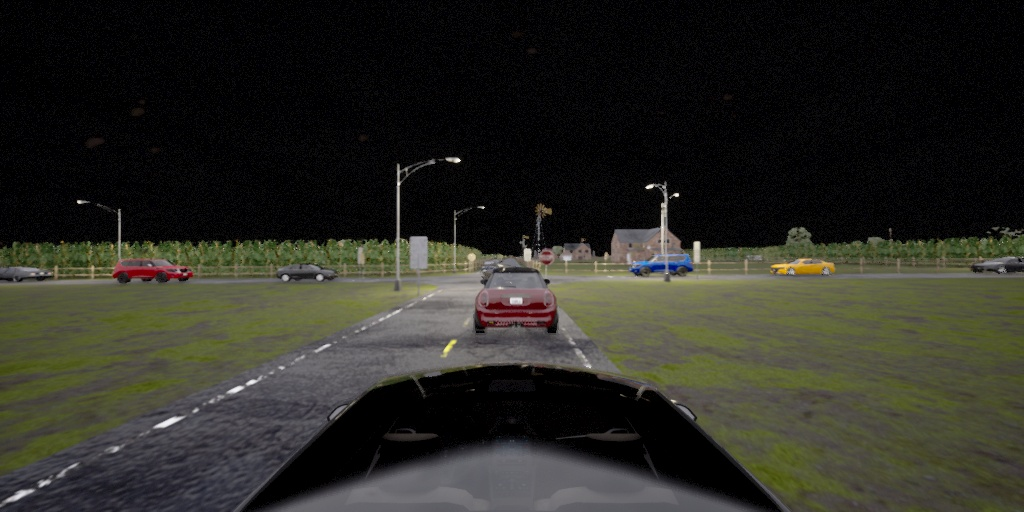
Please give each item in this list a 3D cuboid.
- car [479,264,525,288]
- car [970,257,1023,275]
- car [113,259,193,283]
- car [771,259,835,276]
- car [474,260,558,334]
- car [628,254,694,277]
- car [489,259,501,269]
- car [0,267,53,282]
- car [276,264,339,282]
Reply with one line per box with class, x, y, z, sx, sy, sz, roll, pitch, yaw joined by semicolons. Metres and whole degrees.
car;-0.842;1.315;25.451;2.033;1.411;5.357;0;0;-16
car;44.627;0.881;32.379;4.892;1.490;1.837;0;0;2
car;-30.770;1.255;30.782;5.566;2.045;2.150;-1;0;1
car;26.446;1.013;32.744;5.008;1.535;1.882;0;0;1
car;0.103;1.107;10.783;2.097;1.767;4.553;0;0;0
car;13.653;0.870;32.966;5.566;2.045;2.150;0;0;1
car;-2.804;1.322;59.897;1.837;1.490;4.892;0;1;1
car;-46.954;1.740;33.947;5.357;1.411;2.033;-1;0;1
car;-17.325;1.416;30.552;4.892;1.490;1.837;-1;0;1
